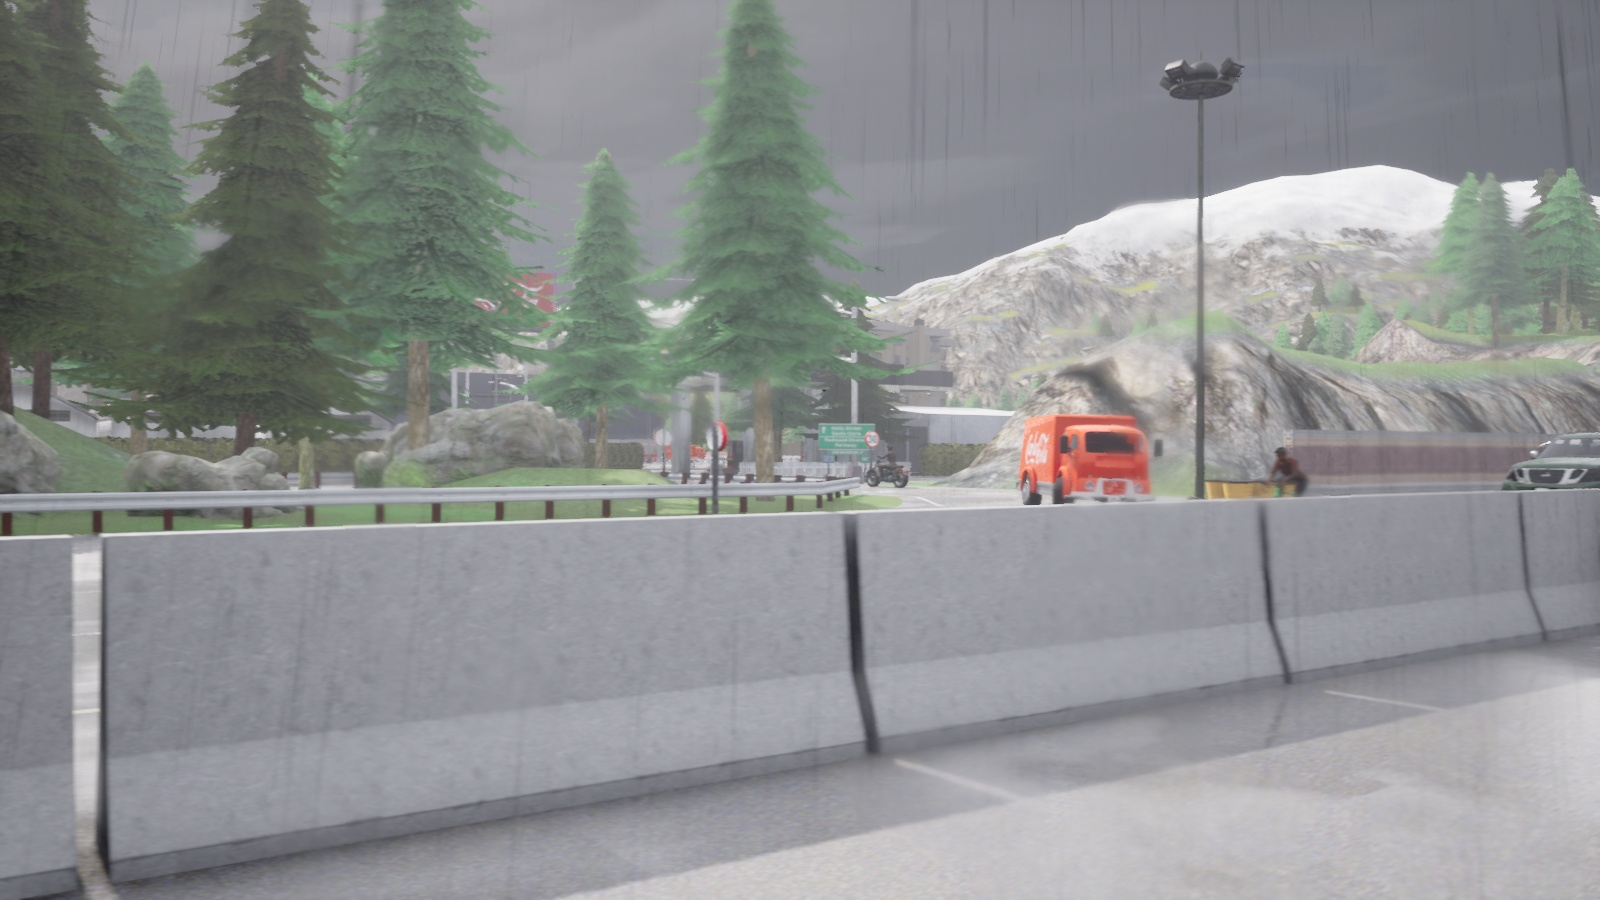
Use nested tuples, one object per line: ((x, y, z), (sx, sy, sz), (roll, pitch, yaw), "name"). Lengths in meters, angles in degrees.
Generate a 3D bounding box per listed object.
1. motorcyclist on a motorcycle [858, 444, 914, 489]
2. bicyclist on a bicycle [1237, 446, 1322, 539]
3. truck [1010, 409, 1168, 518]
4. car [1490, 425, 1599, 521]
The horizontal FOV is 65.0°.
((3.212, 0.608, 47.199), (0.766, 1.649, 2.350), (0, 0, -35), "motorcyclist on a motorcycle")
((8.573, 0.734, 22.418), (1.656, 1.620, 0.582), (0, 0, -35), "bicyclist on a bicycle")
((7.214, 0.315, 32.079), (2.627, 2.467, 5.204), (2, 0, -2), "truck")
((18.713, 0.496, 29.477), (5.566, 2.045, 2.150), (0, 0, -35), "car")
